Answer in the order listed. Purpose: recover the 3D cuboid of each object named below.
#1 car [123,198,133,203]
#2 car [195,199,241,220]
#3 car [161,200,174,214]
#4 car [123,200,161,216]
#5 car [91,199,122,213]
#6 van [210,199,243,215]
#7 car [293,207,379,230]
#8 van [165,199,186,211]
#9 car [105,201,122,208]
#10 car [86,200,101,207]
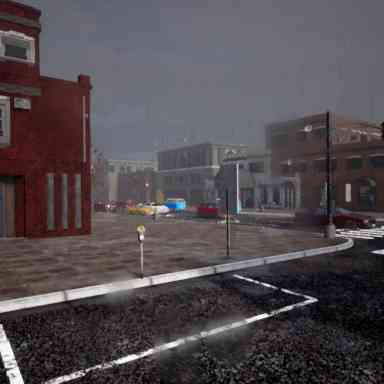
[{"bbox_3d":[-12.613,2.085,62.551,2.192,1.841,5.009,-2,0,-36],"label":"car"},{"bbox_3d":[2.290,1.701,32.330,2.097,1.767,4.553,-1,0,-36],"label":"car"},{"bbox_3d":[-4.672,2.044,41.886,1.812,1.442,4.674,-1,-1,-36],"label":"car"},{"bbox_3d":[-5.930,2.048,39.241,1.752,1.417,4.829,-2,0,-36],"label":"car"},{"bbox_3d":[-12.708,2.001,48.521,2.192,1.841,5.009,-2,0,-36],"label":"car"},{"bbox_3d":[4.068,1.707,39.693,1.690,1.788,3.998,-2,0,-36],"label":"van"},{"bbox_3d":[9.572,1.724,22.673,2.033,1.411,5.357,-1,0,-39],"label":"car"},{"bbox_3d":[-2.604,1.868,48.835,1.690,1.788,3.998,-2,0,-36],"label":"van"},{"bbox_3d":[-15.941,2.433,67.122,1.802,1.307,4.206,-2,0,-36],"label":"car"},{"bbox_3d":[-22.614,2.595,76.266,1.802,1.307,4.206,-2,0,-36],"label":"car"}]
